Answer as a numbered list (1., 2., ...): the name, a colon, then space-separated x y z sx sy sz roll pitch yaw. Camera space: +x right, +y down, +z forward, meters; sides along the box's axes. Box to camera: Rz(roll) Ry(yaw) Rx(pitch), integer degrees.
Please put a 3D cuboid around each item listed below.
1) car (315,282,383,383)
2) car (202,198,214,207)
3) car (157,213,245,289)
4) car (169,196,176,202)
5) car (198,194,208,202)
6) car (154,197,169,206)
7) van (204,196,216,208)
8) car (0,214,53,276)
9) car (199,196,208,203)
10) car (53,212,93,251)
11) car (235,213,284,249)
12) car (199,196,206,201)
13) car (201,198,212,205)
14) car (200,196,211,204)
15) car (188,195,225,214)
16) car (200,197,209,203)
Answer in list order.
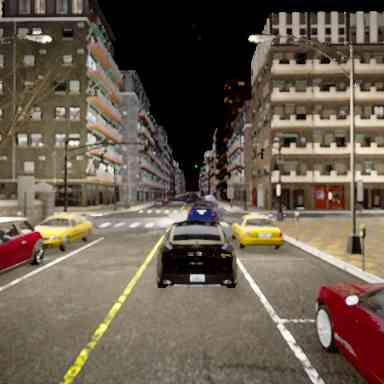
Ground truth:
1. car: 2.703 1.559 3.284 1.887 1.381 4.507 1 0 0
2. car: 2.773 1.746 58.182 1.887 1.381 4.507 1 0 0
3. car: 0.111 1.542 9.236 1.837 1.490 4.892 0 -1 0
4. car: -5.571 1.855 86.604 1.802 1.307 4.206 1 0 0
5. car: 2.813 1.588 86.536 2.192 1.841 5.009 1 0 0
6. car: -5.608 1.784 58.249 1.802 1.307 4.206 1 0 0
7. van: 2.769 1.527 52.510 1.690 1.788 3.998 1 0 0
8. car: -5.669 1.477 8.931 1.967 1.590 4.097 1 0 0
9. car: 2.803 1.811 80.864 2.008 1.369 4.403 1 0 0
10. car: -5.663 1.584 14.375 1.752 1.417 4.829 1 0 0
11. car: 2.717 1.585 14.687 1.752 1.417 4.829 1 0 0
12. car: 2.818 1.810 92.377 1.752 1.417 4.829 1 0 0
13. car: 2.780 1.784 63.852 1.947 1.339 4.313 1 0 0
14. car: 2.789 1.673 69.523 1.967 1.590 4.097 1 0 0
15. car: 1.138 1.407 24.593 2.097 1.767 4.553 1 1 13
16. car: 2.795 1.798 75.194 2.008 1.369 4.403 1 0 0
